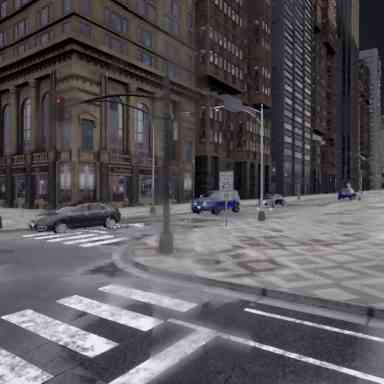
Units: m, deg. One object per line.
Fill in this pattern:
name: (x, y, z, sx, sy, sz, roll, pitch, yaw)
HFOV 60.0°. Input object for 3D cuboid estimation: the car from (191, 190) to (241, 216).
car: (2.183, 0.858, 28.740, 2.150, 2.045, 5.566, 0, 0, 36)

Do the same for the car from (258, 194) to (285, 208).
car: (9.266, 0.964, 38.598, 2.128, 1.511, 4.902, 0, 1, 36)

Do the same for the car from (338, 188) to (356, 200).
car: (27.018, 0.357, 57.886, 2.150, 2.045, 5.566, 0, 0, 36)

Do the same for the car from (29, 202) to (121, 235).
car: (-6.098, 1.320, 17.870, 1.837, 1.490, 4.892, 1, 1, 41)
